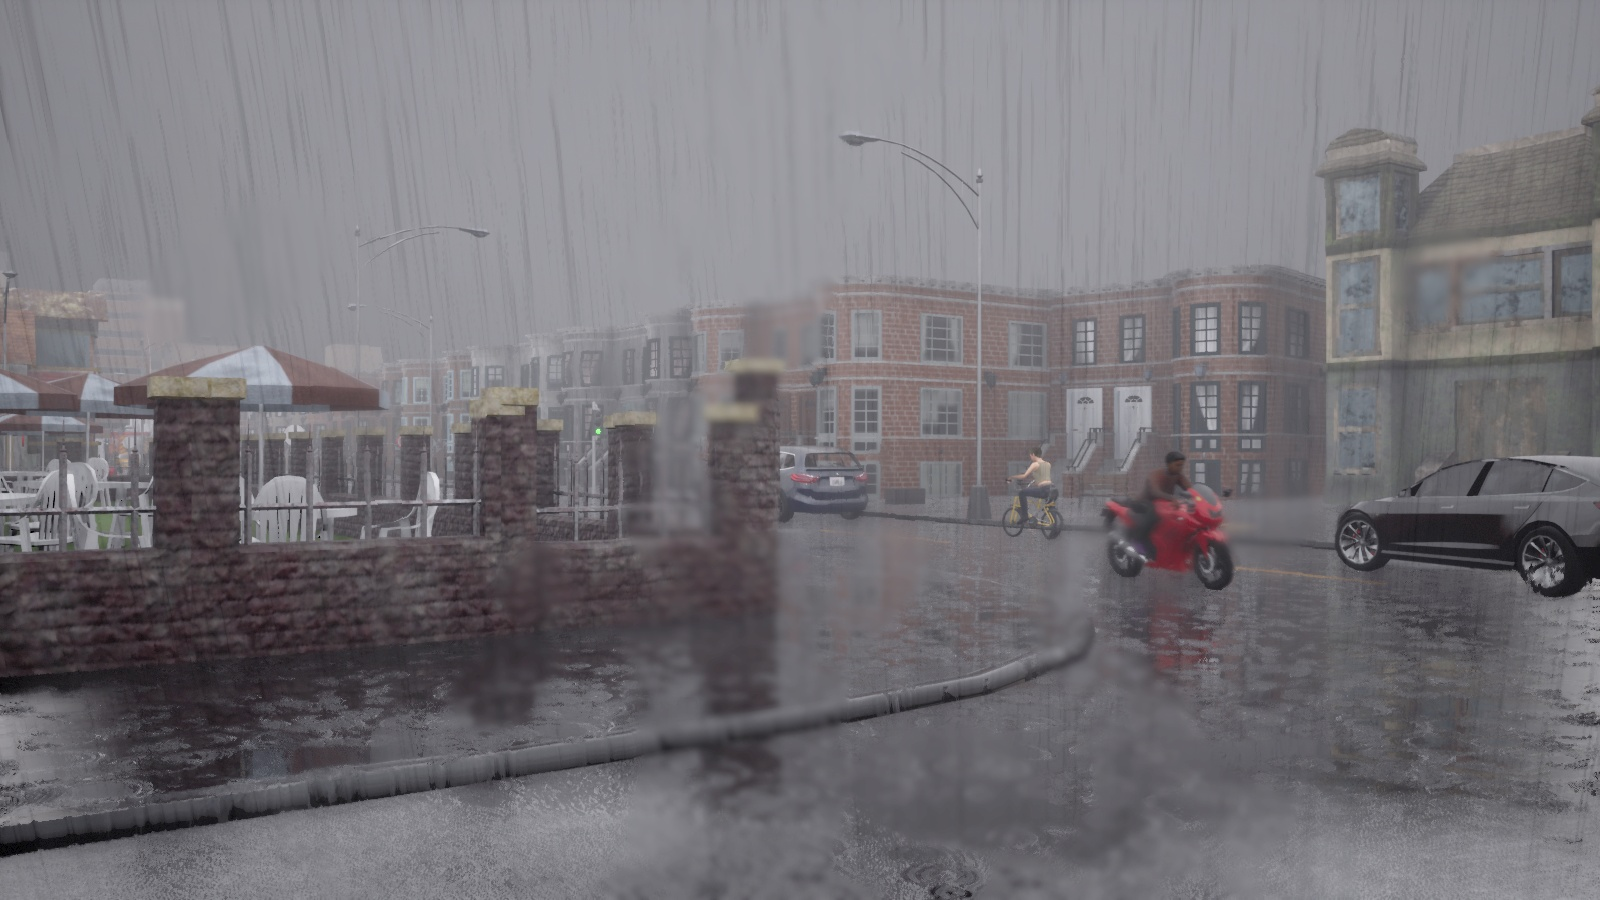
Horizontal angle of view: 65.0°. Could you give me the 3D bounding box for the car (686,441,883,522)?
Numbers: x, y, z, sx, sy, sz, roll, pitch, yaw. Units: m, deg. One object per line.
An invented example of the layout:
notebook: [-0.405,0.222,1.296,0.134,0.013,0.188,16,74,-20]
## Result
car: [-0.451,0.660,28.472,2.242,1.667,4.611,0,0,-35]

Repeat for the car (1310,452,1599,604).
car: [8.401,0.764,14.686,2.163,1.488,4.792,0,0,-12]

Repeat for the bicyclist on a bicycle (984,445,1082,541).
bicyclist on a bicycle: [4.062,0.726,21.936,0.866,1.612,1.509,0,0,-34]

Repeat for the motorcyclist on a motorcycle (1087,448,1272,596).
motorcyclist on a motorcycle: [4.239,0.754,14.206,0.797,1.523,2.044,-2,1,-26]
